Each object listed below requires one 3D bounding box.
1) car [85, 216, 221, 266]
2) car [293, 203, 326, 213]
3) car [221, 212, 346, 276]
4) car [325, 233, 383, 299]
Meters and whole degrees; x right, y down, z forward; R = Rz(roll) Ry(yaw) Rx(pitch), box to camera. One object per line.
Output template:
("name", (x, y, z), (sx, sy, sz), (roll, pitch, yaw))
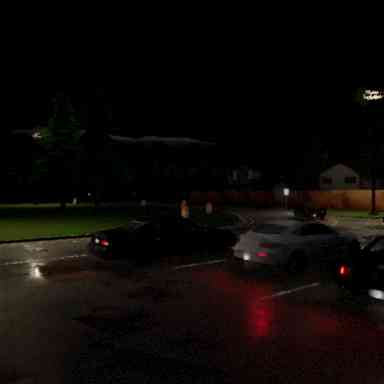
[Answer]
("car", (-0.884, 1.564, 11.696), (5.357, 1.411, 2.033), (0, 0, -35))
("car", (10.517, 1.674, 30.164), (1.895, 1.301, 4.718), (0, 0, 6))
("car", (3.374, 1.550, 10.426), (4.674, 1.442, 1.812), (0, 0, -35))
("car", (5.278, 1.625, 7.487), (4.718, 1.301, 1.895), (0, 0, -35))
